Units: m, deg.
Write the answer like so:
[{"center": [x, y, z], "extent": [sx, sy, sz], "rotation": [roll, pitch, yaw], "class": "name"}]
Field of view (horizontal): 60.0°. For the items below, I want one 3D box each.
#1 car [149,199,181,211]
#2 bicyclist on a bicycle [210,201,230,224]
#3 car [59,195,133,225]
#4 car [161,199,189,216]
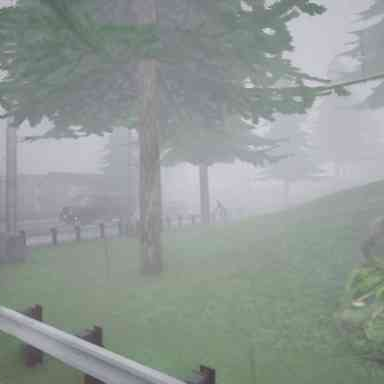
[{"center": [-3.507, 1.606, 42.566], "extent": [1.994, 1.385, 4.181], "rotation": [0, 0, -43], "class": "car"}, {"center": [2.005, 1.455, 23.957], "extent": [1.656, 1.620, 0.582], "rotation": [-1, 1, 36], "class": "bicyclist on a bicycle"}, {"center": [-6.710, 1.240, 23.978], "extent": [2.150, 2.045, 5.566], "rotation": [0, 0, 36], "class": "car"}, {"center": [-1.698, 1.525, 32.677], "extent": [1.837, 1.490, 4.892], "rotation": [0, 0, 16], "class": "car"}]
